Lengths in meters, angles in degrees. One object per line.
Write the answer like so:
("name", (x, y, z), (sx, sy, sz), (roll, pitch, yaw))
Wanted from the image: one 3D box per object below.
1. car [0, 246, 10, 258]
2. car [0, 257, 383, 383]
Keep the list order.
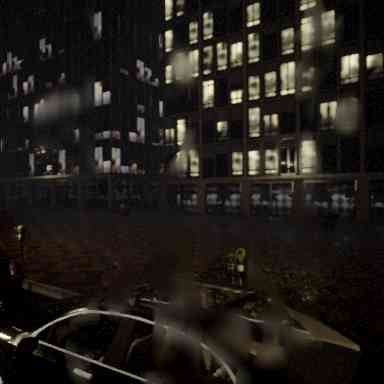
("car", (-5.057, 1.409, 6.293), (4.097, 1.590, 1.967), (0, 0, 34))
("car", (-0.347, 1.535, 3.105), (4.403, 1.369, 2.008), (0, 0, 34))
